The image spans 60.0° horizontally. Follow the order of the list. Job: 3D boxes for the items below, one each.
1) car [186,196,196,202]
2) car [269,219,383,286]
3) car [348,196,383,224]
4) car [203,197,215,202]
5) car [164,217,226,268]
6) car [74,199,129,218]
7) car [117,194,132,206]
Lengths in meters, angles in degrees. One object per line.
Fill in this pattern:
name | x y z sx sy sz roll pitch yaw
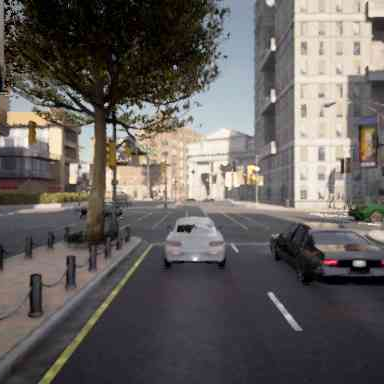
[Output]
car | -0.392 1.724 81.770 1.895 1.301 4.718 0 0 -8
car | 3.627 1.585 9.603 2.033 1.411 5.357 0 0 1
car | 14.988 1.321 25.689 5.566 2.045 2.150 0 -1 -7
car | 4.193 1.822 81.797 1.895 1.301 4.718 0 0 20
car | 0.092 1.570 11.301 1.812 1.442 4.674 0 0 0
car | -8.418 1.606 29.692 4.902 1.511 2.128 0 -1 31
car | -11.507 1.437 56.028 2.150 2.045 5.566 0 0 0
